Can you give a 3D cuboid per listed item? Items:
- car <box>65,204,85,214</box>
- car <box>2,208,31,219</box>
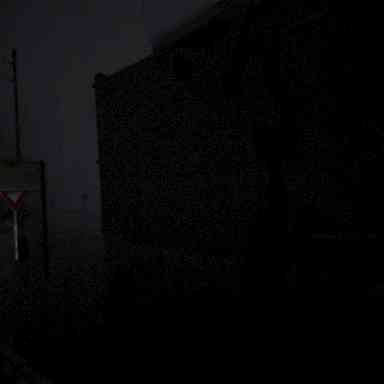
[{"bbox_3d":[-18.301,2.650,52.127,1.812,1.442,4.674,-4,-1,5],"label":"car"},{"bbox_3d":[-22.520,2.777,42.650,4.181,1.385,1.994,-4,-3,36],"label":"car"}]
